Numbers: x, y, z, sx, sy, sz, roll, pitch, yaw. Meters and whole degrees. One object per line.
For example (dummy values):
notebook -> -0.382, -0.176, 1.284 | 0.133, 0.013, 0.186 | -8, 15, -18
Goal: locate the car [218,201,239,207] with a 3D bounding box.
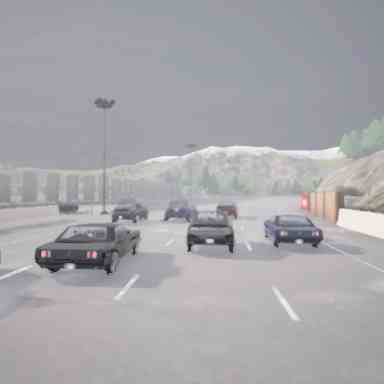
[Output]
car -> 3.454, 1.610, 32.269 | 1.882, 1.535, 5.008 | 0, 0, 11

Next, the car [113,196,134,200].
car -> -13.579, 1.671, 63.329 | 2.128, 1.511, 4.902 | 0, 0, 19

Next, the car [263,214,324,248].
car -> 4.419, 1.675, 15.281 | 1.895, 1.301, 4.718 | 0, 0, 5

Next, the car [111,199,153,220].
car -> -4.740, 1.582, 26.161 | 1.837, 1.490, 4.892 | 0, 0, 9

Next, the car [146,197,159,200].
car -> -8.347, 1.691, 67.946 | 2.128, 1.511, 4.902 | 0, 0, 18

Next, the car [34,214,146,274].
car -> -2.977, 1.628, 10.717 | 1.895, 1.301, 4.718 | 0, 0, 4

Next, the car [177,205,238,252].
car -> 0.838, 1.548, 14.263 | 2.128, 1.511, 4.902 | 0, 0, 5

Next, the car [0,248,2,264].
car -> -6.616, 1.354, 7.758 | 2.097, 1.767, 4.553 | 0, 0, 3

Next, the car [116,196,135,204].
car -> -14.290, 1.694, 72.248 | 1.837, 1.490, 4.892 | 0, 0, 19

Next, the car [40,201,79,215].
car -> -13.997, 1.673, 35.270 | 1.895, 1.301, 4.718 | 0, 0, 11

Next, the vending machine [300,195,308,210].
vending machine -> 15.644, 1.429, 46.426 | 1.100, 2.100, 0.880 | 0, 0, 17

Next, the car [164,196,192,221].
car -> -0.862, 1.452, 28.118 | 2.097, 1.767, 4.553 | 0, 0, 9
